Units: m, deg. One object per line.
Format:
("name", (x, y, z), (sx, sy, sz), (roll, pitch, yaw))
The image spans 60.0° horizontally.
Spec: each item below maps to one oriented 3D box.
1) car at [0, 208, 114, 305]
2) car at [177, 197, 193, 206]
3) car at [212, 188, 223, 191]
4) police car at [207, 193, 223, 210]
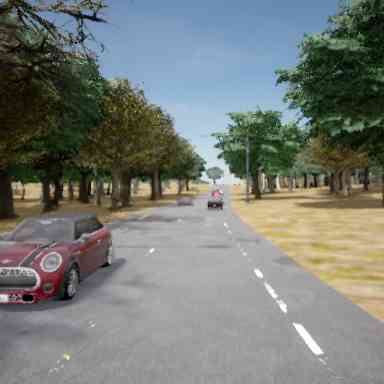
("car", (-3.481, 1.361, 8.352), (2.097, 1.767, 4.553), (0, 0, 1))
("car", (-1.004, 1.385, 49.590), (1.994, 1.385, 4.181), (0, 1, 6))
("car", (5.453, 0.543, 75.609), (2.150, 2.045, 5.566), (0, 1, 6))
("police car", (2.886, 1.334, 41.830), (1.930, 1.638, 5.238), (0, 1, 5))
